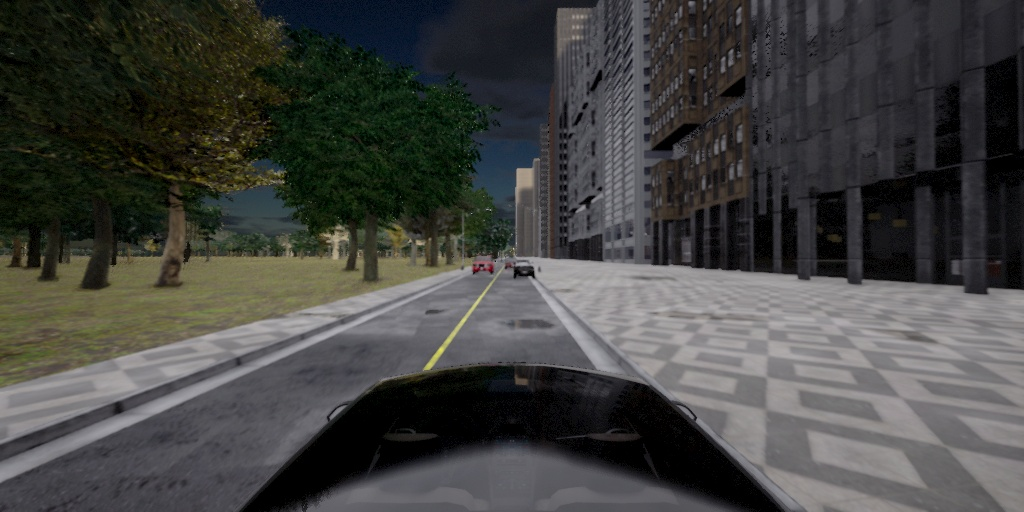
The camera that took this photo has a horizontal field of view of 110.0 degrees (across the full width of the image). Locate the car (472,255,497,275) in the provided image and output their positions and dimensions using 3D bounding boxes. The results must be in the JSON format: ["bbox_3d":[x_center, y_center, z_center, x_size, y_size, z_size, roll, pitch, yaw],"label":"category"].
[{"bbox_3d":[-3.086,0.944,39.415,2.150,2.045,5.566,0,0,0],"label":"car"}]

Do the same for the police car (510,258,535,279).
[{"bbox_3d":[1.055,1.159,32.624,1.930,1.638,5.238,0,0,0],"label":"police car"}]

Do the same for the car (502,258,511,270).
[{"bbox_3d":[0.014,1.044,52.464,2.097,1.767,4.553,0,0,0],"label":"car"}]
